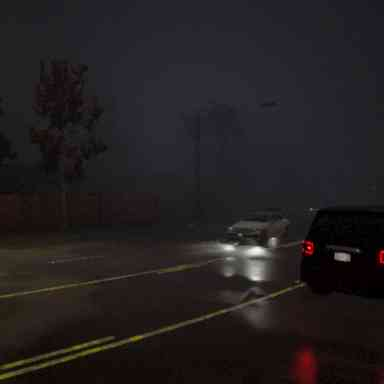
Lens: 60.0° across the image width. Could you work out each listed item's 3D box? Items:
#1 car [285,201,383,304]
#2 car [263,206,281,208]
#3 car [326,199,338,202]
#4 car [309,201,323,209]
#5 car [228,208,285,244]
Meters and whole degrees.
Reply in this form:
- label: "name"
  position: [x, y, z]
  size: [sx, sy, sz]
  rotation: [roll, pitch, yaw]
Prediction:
- label: "car"
  position: [4.732, 1.330, 8.065]
  size: [5.566, 2.045, 2.150]
  rotation: [1, -1, -44]
- label: "car"
  position: [6.909, 1.997, 29.132]
  size: [1.837, 1.490, 4.892]
  rotation: [-1, -1, 27]
- label: "car"
  position: [22.622, 2.090, 53.669]
  size: [2.150, 2.045, 5.566]
  rotation: [-1, -1, 26]
- label: "car"
  position: [24.424, 2.592, 65.485]
  size: [2.033, 1.411, 5.357]
  rotation: [-1, -1, 25]
- label: "car"
  position: [3.730, 1.792, 17.682]
  size: [1.812, 1.442, 4.674]
  rotation: [-1, -1, 38]
